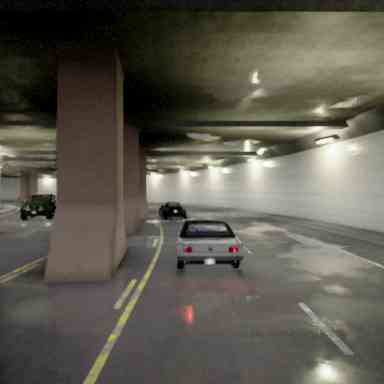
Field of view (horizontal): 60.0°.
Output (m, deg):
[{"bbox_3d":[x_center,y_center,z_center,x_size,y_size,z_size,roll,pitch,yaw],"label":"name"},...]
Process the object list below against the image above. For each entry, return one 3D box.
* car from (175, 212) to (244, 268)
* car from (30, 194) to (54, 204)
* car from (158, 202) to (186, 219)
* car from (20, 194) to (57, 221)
[{"bbox_3d":[0.430,1.582,11.185,1.895,1.301,4.718,0,0,-2],"label":"car"},{"bbox_3d":[-28.080,1.214,62.257,4.553,1.767,2.097,0,0,35],"label":"car"},{"bbox_3d":[-1.738,1.515,28.700,1.994,1.385,4.181,0,0,-12],"label":"car"},{"bbox_3d":[-12.283,1.173,27.204,2.150,2.045,5.566,0,0,-14],"label":"car"}]
